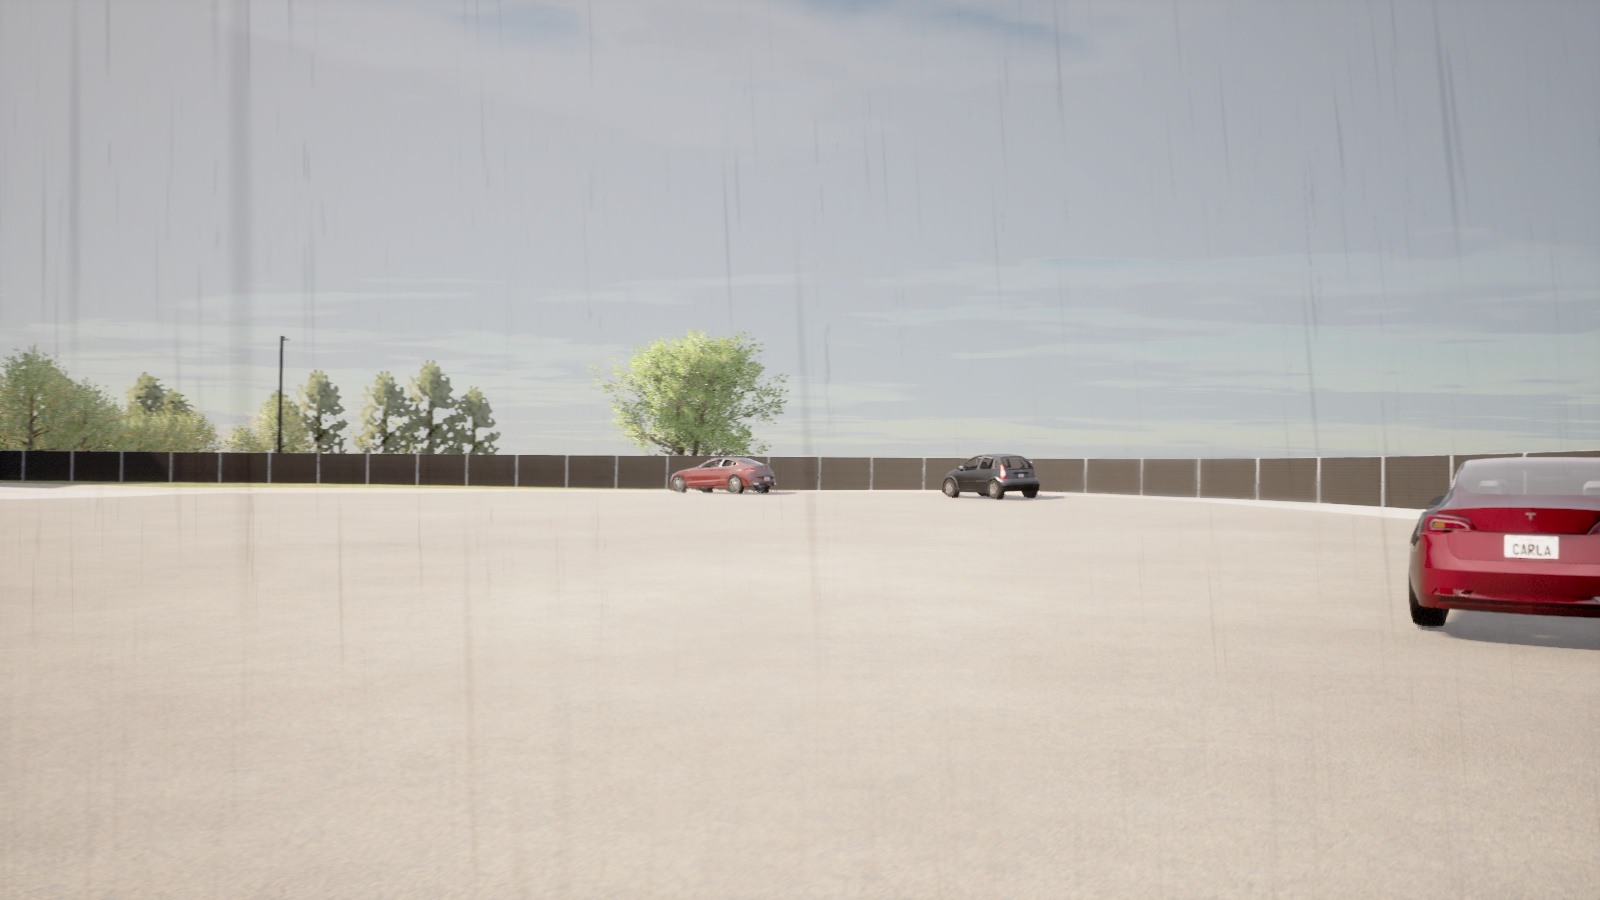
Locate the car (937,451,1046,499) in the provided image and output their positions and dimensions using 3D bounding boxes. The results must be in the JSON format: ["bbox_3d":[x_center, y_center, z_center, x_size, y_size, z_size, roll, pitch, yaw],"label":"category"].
[{"bbox_3d":[6.890,0.874,45.614,1.851,1.617,3.988,-2,0,-28],"label":"car"}]

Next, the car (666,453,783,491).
[{"bbox_3d":[-3.436,1.006,56.591,5.027,1.651,2.152,-1,-1,36],"label":"car"}]

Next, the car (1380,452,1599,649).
[{"bbox_3d":[7.018,0.772,11.750,2.163,1.488,4.792,-1,0,34],"label":"car"}]
